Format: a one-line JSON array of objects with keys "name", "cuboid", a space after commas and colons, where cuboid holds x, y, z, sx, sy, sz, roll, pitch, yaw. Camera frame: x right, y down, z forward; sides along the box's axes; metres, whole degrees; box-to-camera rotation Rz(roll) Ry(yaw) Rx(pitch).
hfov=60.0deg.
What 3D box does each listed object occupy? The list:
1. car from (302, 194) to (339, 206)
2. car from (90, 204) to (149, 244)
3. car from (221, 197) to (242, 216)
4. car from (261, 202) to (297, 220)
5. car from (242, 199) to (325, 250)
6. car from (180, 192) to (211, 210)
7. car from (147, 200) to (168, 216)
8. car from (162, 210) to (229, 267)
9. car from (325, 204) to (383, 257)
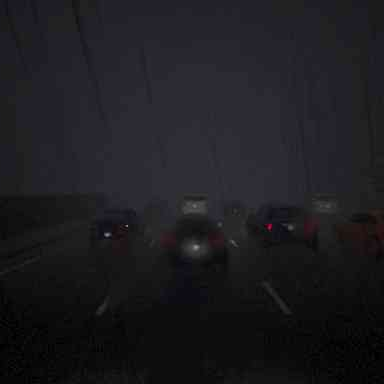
[{"name": "car", "cuboid": [10.711, 1.147, 28.793, 2.150, 2.045, 5.566, 0, 0, 0]}, {"name": "car", "cuboid": [-3.350, 1.488, 15.502, 1.812, 1.442, 4.674, 0, 0, 0]}, {"name": "car", "cuboid": [3.718, 1.448, 30.765, 1.812, 1.442, 4.674, 0, 0, 0]}, {"name": "car", "cuboid": [7.206, 1.530, 28.077, 1.895, 1.301, 4.718, 0, 0, 1]}, {"name": "car", "cuboid": [3.646, 1.317, 14.222, 2.097, 1.767, 4.553, 0, 0, 0]}, {"name": "car", "cuboid": [0.212, 1.149, 28.828, 2.150, 2.045, 5.566, 0, 0, 0]}, {"name": "car", "cuboid": [-3.282, 1.450, 30.769, 1.812, 1.442, 4.674, 0, 0, 0]}, {"name": "car", "cuboid": [0.121, 1.536, 11.302, 1.994, 1.385, 4.181, 0, 0, 1]}, {"name": "car", "cuboid": [7.135, 1.444, 12.721, 1.882, 1.535, 5.008, 0, 0, 1]}]
